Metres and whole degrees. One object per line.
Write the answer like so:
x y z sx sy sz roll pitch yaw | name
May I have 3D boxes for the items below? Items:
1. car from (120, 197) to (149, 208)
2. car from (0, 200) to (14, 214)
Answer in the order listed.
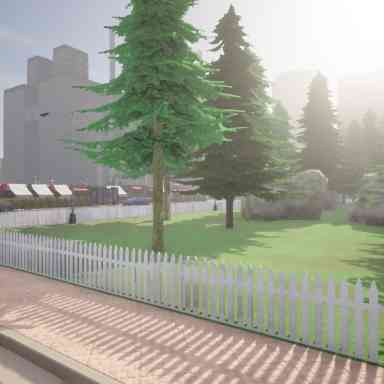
-8.501 1.477 49.547 1.882 1.535 5.008 0 0 34 | car
-20.033 1.491 32.492 2.128 1.511 4.902 0 0 34 | car
